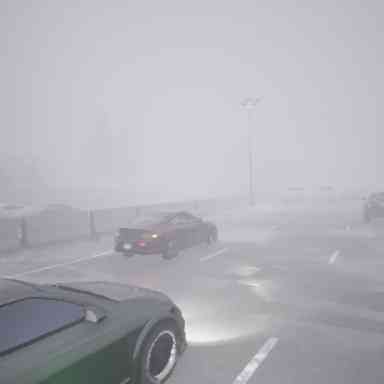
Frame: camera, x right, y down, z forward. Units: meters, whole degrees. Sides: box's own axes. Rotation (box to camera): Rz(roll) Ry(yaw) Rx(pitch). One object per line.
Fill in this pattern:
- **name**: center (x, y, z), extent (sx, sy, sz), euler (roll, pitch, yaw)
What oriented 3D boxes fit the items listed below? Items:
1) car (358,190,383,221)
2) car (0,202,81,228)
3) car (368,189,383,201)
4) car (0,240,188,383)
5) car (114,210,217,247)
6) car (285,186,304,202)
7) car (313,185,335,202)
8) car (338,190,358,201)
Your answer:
- **car**: center (11.720, 0.764, 20.573), extent (2.097, 1.767, 4.553), euler (-1, 1, 25)
- **car**: center (-8.632, 1.386, 19.705), extent (1.812, 1.442, 4.674), euler (-1, 1, 28)
- **car**: center (23.559, 0.382, 41.498), extent (1.994, 1.385, 4.181), euler (-1, 1, 17)
- **car**: center (-1.841, 1.549, 3.227), extent (1.994, 1.385, 4.181), euler (-1, 1, 33)
- **car**: center (-0.750, 1.348, 11.707), extent (1.812, 1.442, 4.674), euler (0, 1, 29)
- **car**: center (13.587, 0.211, 44.070), extent (2.150, 2.045, 5.566), euler (0, 1, 17)
- **car**: center (16.486, 0.188, 41.695), extent (2.150, 2.045, 5.566), euler (0, 1, 17)
- **car**: center (20.753, 0.398, 44.222), extent (1.994, 1.385, 4.181), euler (-1, 1, 16)
